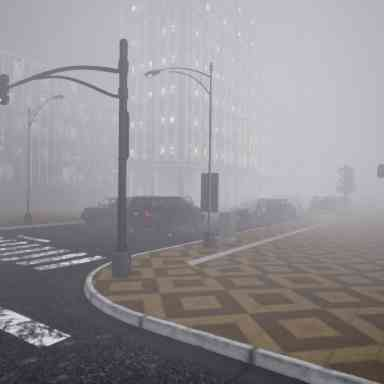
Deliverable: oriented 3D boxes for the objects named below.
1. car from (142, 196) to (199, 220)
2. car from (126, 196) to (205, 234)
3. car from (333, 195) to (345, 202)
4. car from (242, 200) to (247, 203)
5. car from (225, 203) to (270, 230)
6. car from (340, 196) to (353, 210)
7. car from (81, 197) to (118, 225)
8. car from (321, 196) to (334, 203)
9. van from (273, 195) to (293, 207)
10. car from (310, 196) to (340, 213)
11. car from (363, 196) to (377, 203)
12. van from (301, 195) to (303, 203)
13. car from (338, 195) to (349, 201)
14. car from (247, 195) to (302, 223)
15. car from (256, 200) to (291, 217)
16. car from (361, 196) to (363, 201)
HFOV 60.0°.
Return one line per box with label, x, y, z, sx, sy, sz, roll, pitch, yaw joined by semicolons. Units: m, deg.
car;-1.749;1.283;28.934;2.192;1.841;5.009;1;0;35
car;-1.448;1.263;19.944;2.150;2.045;5.566;1;1;35
car;36.324;1.570;82.374;1.752;1.417;4.829;1;1;35
car;7.775;1.430;42.247;1.967;1.590;4.097;1;0;35
car;3.306;1.668;21.999;1.802;1.307;4.206;1;0;35
car;20.380;1.436;46.282;2.192;1.841;5.009;1;0;35
car;-5.412;1.274;23.770;2.192;1.841;5.009;1;0;35
car;30.001;1.616;73.465;1.802;1.307;4.206;1;1;35
van;13.953;1.345;50.842;1.690;1.788;3.998;1;0;35
car;15.392;1.427;39.160;2.192;1.841;5.009;1;0;35
car;39.639;1.597;73.429;1.967;1.590;4.097;1;1;35
van;17.164;1.351;55.366;1.690;1.788;3.998;1;0;35
car;39.632;1.616;87.037;1.947;1.339;4.313;1;1;35
car;6.803;1.409;26.922;2.192;1.841;5.009;1;0;35
car;8.334;1.589;33.740;1.812;1.442;4.674;1;1;35
car;44.107;1.655;84.158;2.128;1.511;4.902;1;1;35
